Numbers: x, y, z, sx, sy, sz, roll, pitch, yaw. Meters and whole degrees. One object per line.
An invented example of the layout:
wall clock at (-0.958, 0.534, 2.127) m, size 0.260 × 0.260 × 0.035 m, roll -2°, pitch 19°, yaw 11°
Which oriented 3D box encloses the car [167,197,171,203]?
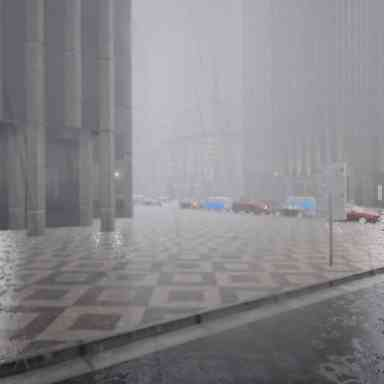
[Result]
car at (-5.930, 1.562, 67.944) m, size 2.008 × 1.369 × 4.403 m, roll 0°, pitch 0°, yaw -36°

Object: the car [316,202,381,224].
car at (12.877, 1.798, 27.059) m, size 1.887 × 1.381 × 4.507 m, roll 0°, pitch 0°, yaw -36°

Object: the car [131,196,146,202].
car at (-12.366, 1.549, 76.927) m, size 1.802 × 1.307 × 4.206 m, roll 0°, pitch 0°, yaw -36°

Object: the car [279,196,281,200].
car at (10.159, 1.436, 45.488) m, size 2.192 × 1.841 × 5.009 m, roll 0°, pitch 0°, yaw -36°

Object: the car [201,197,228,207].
car at (3.625, 1.602, 54.609) m, size 1.752 × 1.417 × 4.829 m, roll 0°, pitch 0°, yaw -36°

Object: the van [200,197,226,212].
van at (3.217, 1.525, 40.529) m, size 1.690 × 1.788 × 3.998 m, roll 0°, pitch 0°, yaw -36°

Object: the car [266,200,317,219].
car at (9.657, 1.780, 31.549) m, size 2.008 × 1.369 × 4.403 m, roll 0°, pitch 0°, yaw -36°

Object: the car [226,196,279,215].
car at (6.437, 1.521, 36.038) m, size 2.192 × 1.841 × 5.009 m, roll 0°, pitch 0°, yaw -36°

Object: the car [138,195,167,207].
car at (-6.442, 1.668, 54.000) m, size 2.008 × 1.369 × 4.403 m, roll 0°, pitch 0°, yaw -36°

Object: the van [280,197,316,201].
van at (13.377, 1.485, 40.997) m, size 1.690 × 1.788 × 3.998 m, roll 0°, pitch 0°, yaw -36°

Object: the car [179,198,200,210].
car at (-0.002, 1.602, 45.019) m, size 1.967 × 1.590 × 4.097 m, roll 0°, pitch 0°, yaw -36°

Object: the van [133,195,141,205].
van at (-9.663, 1.436, 58.490) m, size 1.690 × 1.788 × 3.998 m, roll 0°, pitch 0°, yaw -36°
